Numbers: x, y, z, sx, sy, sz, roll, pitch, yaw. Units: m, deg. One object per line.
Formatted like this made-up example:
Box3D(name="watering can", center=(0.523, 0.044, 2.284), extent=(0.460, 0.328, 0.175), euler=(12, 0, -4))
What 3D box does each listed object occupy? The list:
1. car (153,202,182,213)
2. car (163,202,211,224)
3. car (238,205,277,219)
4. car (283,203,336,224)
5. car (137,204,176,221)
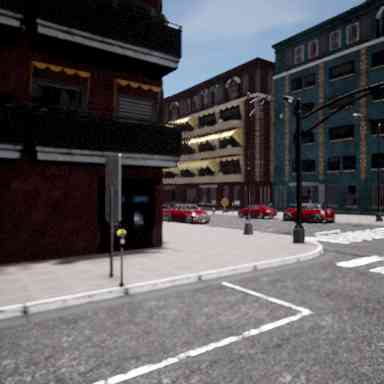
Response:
Box3D(name="car", center=(-3.387, 2.039, 45.185), extent=(1.947, 1.339, 4.313), euler=(-1, 0, -35))
Box3D(name="car", center=(-0.269, 1.694, 27.015), extent=(1.967, 1.590, 4.097), euler=(-1, 0, -35))
Box3D(name="car", center=(6.176, 1.850, 31.561), extent=(1.802, 1.307, 4.206), euler=(-1, 0, -35))
Box3D(name="car", center=(9.363, 1.639, 27.021), extent=(1.967, 1.590, 4.097), euler=(-1, 0, -35))
Box3D(name="car", center=(-3.453, 1.905, 31.557), extent=(1.802, 1.307, 4.206), euler=(-1, 0, -35))
